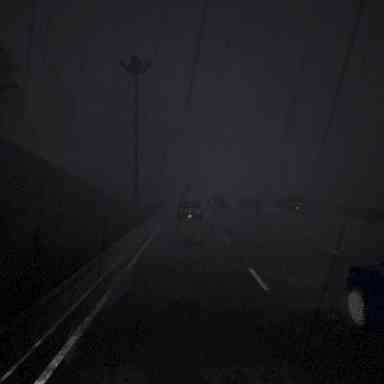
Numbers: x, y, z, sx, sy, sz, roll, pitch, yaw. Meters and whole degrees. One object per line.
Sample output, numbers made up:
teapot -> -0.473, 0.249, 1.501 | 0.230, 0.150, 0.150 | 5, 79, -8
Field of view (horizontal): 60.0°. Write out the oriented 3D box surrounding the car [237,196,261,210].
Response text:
car -> 6.445, 1.221, 38.010 | 1.882, 1.535, 5.008 | 0, 1, -2

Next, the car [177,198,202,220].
car -> -0.207, 1.440, 26.335 | 1.895, 1.301, 4.718 | 0, 0, -1

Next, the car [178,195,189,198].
car -> -1.558, 1.202, 59.853 | 1.994, 1.385, 4.181 | 0, 0, -3

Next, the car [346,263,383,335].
car -> 3.561, 1.441, 3.703 | 1.882, 1.535, 5.008 | 0, 0, 0

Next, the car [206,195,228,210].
car -> 2.892, 1.101, 39.123 | 2.097, 1.767, 4.553 | 0, 0, -2

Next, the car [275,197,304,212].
car -> 10.083, 1.258, 34.488 | 1.837, 1.490, 4.892 | 0, 1, -2
